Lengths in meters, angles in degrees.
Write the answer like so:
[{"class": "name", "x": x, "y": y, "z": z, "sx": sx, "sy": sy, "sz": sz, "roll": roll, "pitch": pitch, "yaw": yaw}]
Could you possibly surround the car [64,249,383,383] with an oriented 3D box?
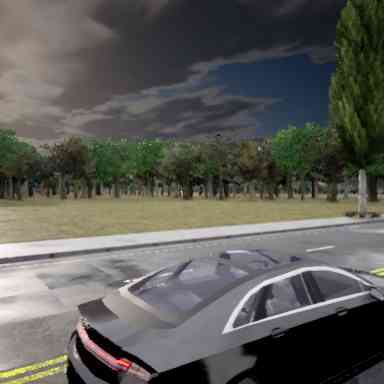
[{"class": "car", "x": 1.019, "y": 1.491, "z": 4.168, "sx": 4.902, "sy": 1.511, "sz": 2.128, "roll": 0, "pitch": 0, "yaw": -36}]
